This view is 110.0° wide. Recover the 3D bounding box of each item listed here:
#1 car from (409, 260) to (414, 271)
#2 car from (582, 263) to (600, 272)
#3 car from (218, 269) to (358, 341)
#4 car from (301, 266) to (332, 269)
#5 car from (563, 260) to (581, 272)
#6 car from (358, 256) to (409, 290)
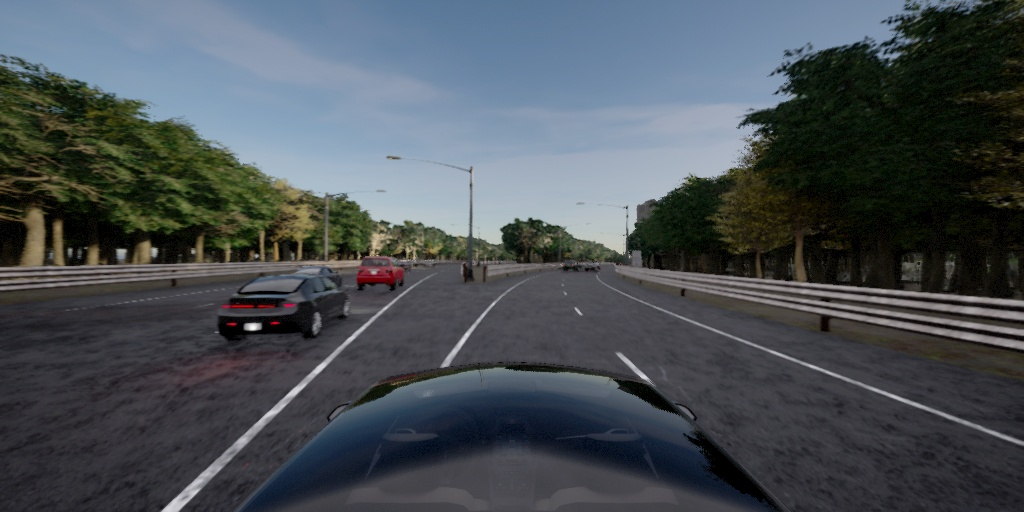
[{"bbox_3d":[-15.455,1.509,50.454,1.812,1.442,4.674,1,-1,-6],"label":"car"},{"bbox_3d":[14.067,2.029,63.866,1.837,1.490,4.892,1,-1,17],"label":"car"},{"bbox_3d":[-5.874,1.249,9.864,1.837,1.490,4.892,1,-1,-11],"label":"car"},{"bbox_3d":[-11.417,1.300,21.094,1.812,1.442,4.674,1,-1,-10],"label":"car"},{"bbox_3d":[10.494,1.705,64.147,2.150,2.045,5.566,1,-1,17],"label":"car"},{"bbox_3d":[-8.312,1.063,23.104,2.150,2.045,5.566,1,-1,-10],"label":"car"}]
